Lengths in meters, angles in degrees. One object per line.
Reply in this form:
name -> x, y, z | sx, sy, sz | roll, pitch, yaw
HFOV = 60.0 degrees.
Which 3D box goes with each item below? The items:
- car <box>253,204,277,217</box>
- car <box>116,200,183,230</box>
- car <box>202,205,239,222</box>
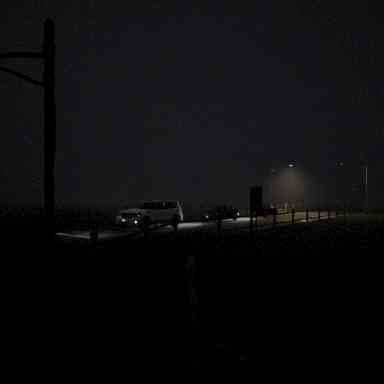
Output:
car -> 8.869, 2.266, 40.782 | 2.128, 1.511, 4.902 | 0, -1, 36
car -> -2.973, 1.608, 24.612 | 2.150, 2.045, 5.566 | 0, -1, 36
car -> 2.841, 2.067, 32.552 | 2.128, 1.511, 4.902 | 0, -1, 36
